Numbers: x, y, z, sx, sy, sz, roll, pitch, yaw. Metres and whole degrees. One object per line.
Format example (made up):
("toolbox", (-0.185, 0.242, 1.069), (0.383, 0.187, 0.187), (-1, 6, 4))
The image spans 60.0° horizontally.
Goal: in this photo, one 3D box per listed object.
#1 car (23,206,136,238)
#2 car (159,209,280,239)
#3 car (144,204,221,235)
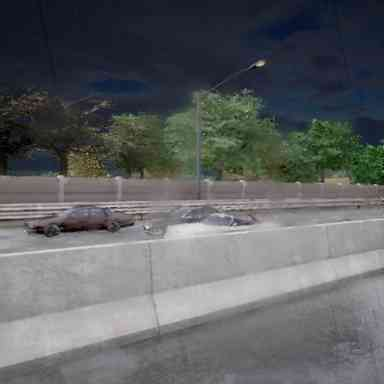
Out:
("car", (-5.635, 1.443, 17.101), (5.357, 1.411, 2.033), (0, 0, -35))
("car", (1.293, 1.530, 13.377), (4.718, 1.301, 1.895), (0, 0, -35))
("car", (-0.046, 1.414, 16.702), (4.892, 1.490, 1.837), (0, 0, -35))
